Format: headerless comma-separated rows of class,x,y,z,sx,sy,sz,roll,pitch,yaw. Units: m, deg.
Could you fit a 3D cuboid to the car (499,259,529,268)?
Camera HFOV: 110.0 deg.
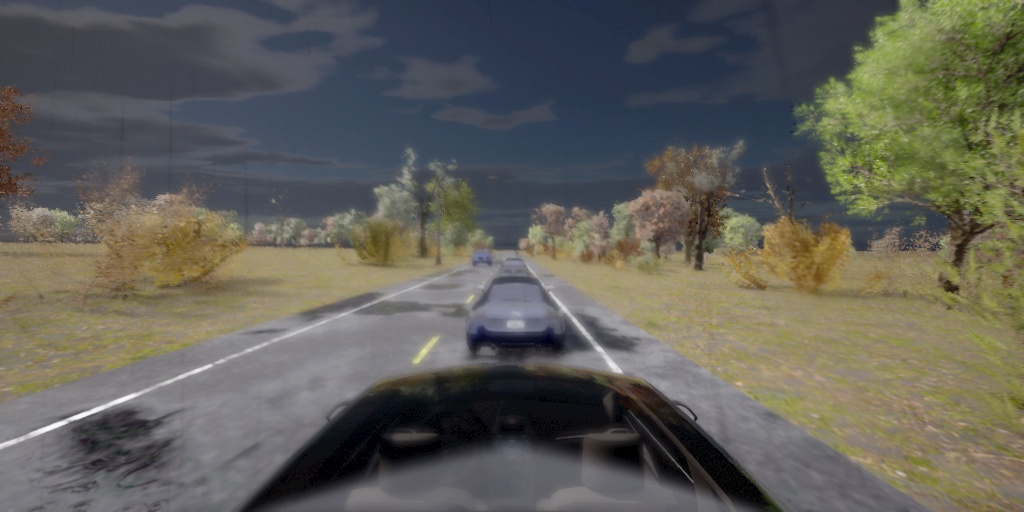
car,0.143,0.876,23.253,2.033,1.411,5.357,0,1,1

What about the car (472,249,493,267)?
car,-3.446,0.177,42.616,2.150,2.045,5.566,0,1,0

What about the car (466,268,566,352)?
car,0.090,1.178,8.562,1.994,1.385,4.181,0,1,1
